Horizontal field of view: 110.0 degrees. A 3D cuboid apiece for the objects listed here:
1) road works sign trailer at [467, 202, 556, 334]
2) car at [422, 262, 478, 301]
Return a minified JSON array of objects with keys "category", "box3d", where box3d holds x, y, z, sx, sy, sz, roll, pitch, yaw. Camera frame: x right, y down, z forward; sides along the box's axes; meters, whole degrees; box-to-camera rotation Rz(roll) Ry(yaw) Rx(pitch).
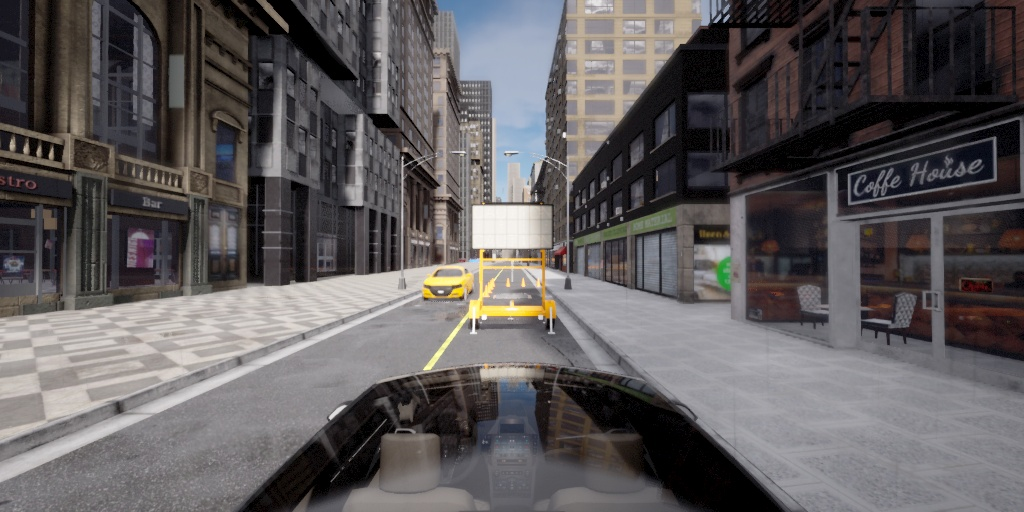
[{"category":"road works sign trailer","box3d":[0.013,0.216,10.604,2.380,3.560,2.880,0,0,0]},{"category":"car","box3d":[-2.988,1.233,17.558,1.882,1.535,5.008,0,0,0]}]
